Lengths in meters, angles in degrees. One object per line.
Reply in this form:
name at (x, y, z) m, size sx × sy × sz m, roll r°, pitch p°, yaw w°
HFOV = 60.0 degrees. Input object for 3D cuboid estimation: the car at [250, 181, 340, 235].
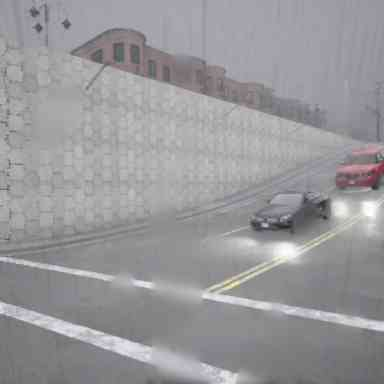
car at (4.239, 0.645, 13.834) m, size 1.812 × 1.442 × 4.674 m, roll 0°, pitch 8°, yaw 44°

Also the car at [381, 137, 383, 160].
car at (17.673, -4.012, 27.899) m, size 2.097 × 1.767 × 4.553 m, roll 0°, pitch 14°, yaw 44°

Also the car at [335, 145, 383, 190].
car at (10.797, -1.573, 20.737) m, size 2.150 × 2.045 × 5.566 m, roll 0°, pitch 14°, yaw 43°
